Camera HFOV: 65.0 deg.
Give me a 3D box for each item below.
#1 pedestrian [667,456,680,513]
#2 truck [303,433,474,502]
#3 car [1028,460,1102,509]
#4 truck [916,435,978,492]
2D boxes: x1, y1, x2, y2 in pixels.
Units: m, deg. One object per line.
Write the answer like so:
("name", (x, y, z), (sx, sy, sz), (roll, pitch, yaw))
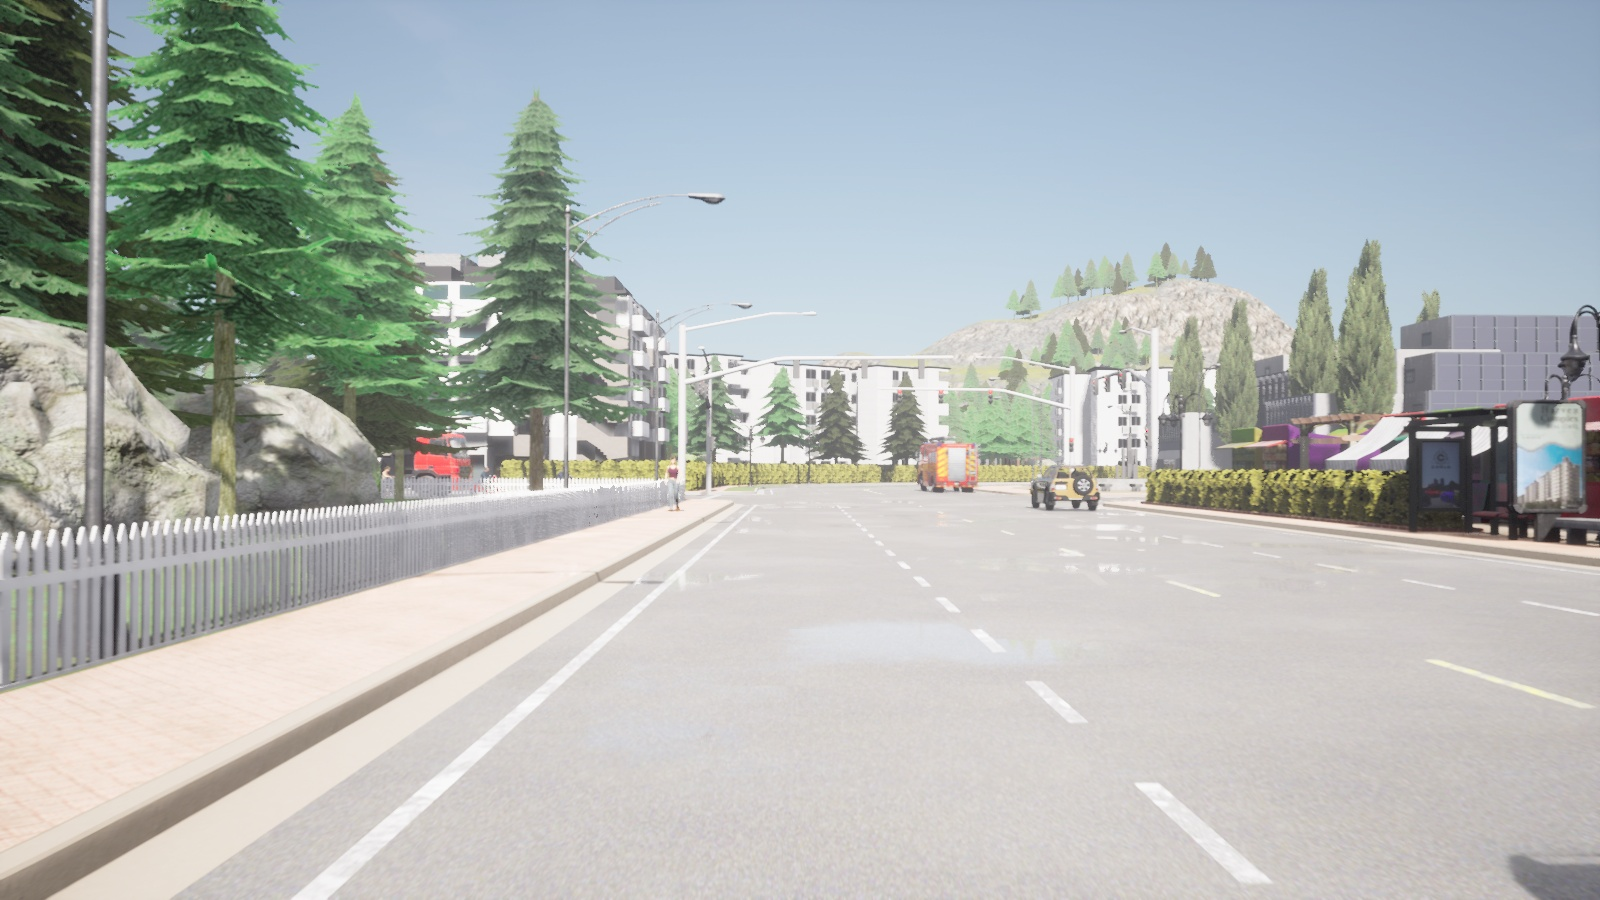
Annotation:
("pedestrian", (-4.095, 1.105, 40.690), (0.345, 1.836, 0.594), (0, -1, 0))
("truck", (-21.319, 0.908, 65.378), (7.936, 3.462, 2.891), (0, -1, 1))
("car", (10.377, 1.339, 49.491), (1.932, 1.855, 4.605), (0, -1, 0))
("truck", (10.284, 0.955, 88.847), (2.891, 3.827, 8.468), (0, -1, -3))
